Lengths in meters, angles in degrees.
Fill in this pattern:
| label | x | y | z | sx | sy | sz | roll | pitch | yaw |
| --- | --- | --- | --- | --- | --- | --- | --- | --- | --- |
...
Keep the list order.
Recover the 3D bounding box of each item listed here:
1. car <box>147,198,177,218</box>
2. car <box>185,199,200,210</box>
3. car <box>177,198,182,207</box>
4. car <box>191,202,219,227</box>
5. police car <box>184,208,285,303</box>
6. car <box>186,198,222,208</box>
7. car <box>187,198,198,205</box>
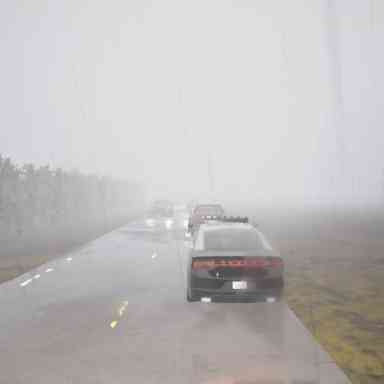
| label | x | y | z | sx | sy | sz | roll | pitch | yaw |
| --- | --- | --- | --- | --- | --- | --- | --- | --- | --- |
| car | -2.801 | 1.409 | 30.218 | 2.097 | 1.767 | 4.553 | 0 | 0 | 0 |
| car | 0.101 | 1.672 | 46.015 | 2.033 | 1.411 | 5.357 | 0 | 0 | 1 |
| car | -2.661 | 1.730 | 55.345 | 1.994 | 1.385 | 4.181 | 0 | 0 | 0 |
| car | 0.863 | 1.542 | 24.293 | 1.837 | 1.490 | 4.892 | 0 | 0 | 0 |
| police car | 0.838 | 1.429 | 8.401 | 1.930 | 1.638 | 5.238 | 0 | 0 | 0 |
| car | 0.853 | 1.371 | 18.263 | 2.097 | 1.767 | 4.553 | 0 | 0 | 0 |
| car | 0.101 | 1.773 | 63.363 | 1.994 | 1.385 | 4.181 | 0 | 0 | 0 |
